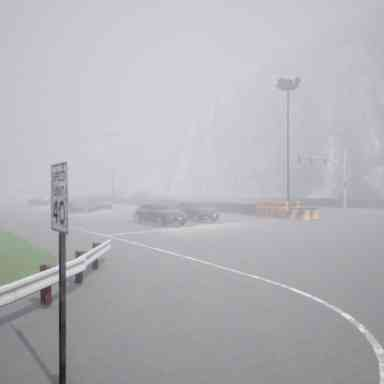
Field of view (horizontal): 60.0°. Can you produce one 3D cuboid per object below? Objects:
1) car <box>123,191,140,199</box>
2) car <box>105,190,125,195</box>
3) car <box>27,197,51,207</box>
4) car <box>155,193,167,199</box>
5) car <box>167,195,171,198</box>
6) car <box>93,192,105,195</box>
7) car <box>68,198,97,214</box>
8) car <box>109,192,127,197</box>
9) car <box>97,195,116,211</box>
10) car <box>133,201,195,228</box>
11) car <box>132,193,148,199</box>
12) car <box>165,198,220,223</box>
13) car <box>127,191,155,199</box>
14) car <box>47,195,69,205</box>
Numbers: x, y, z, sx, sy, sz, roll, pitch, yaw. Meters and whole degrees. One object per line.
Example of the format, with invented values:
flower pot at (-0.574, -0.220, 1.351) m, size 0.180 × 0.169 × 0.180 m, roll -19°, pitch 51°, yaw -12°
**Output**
car at (-14.058, 0.740, 77.407) m, size 2.097 × 1.767 × 4.553 m, roll 0°, pitch 1°, yaw -38°
car at (-16.843, 0.660, 75.288) m, size 2.150 × 2.045 × 5.566 m, roll 0°, pitch 1°, yaw -38°
car at (-22.184, 1.362, 47.874) m, size 1.895 × 1.301 × 4.718 m, roll 0°, pitch 1°, yaw -38°
car at (-7.898, 0.950, 69.524) m, size 2.097 × 1.767 × 4.553 m, roll 0°, pitch 1°, yaw -38°
car at (-6.701, 1.146, 73.693) m, size 1.895 × 1.301 × 4.718 m, roll 0°, pitch 1°, yaw -38°
car at (-20.870, 0.757, 74.765) m, size 2.097 × 1.767 × 4.553 m, roll 0°, pitch 1°, yaw -38°
car at (-11.976, 1.429, 34.792) m, size 1.812 × 1.442 × 4.674 m, roll 0°, pitch 0°, yaw -38°
car at (-14.527, 1.182, 66.803) m, size 1.895 × 1.301 × 4.718 m, roll 0°, pitch 1°, yaw -38°
car at (-11.275, 1.428, 39.575) m, size 2.033 × 1.411 × 5.357 m, roll 0°, pitch 0°, yaw -38°
car at (-2.235, 1.474, 22.459) m, size 1.837 × 1.490 × 4.892 m, roll 0°, pitch 0°, yaw -38°
car at (-12.687, 0.901, 81.340) m, size 1.812 × 1.442 × 4.674 m, roll 0°, pitch 1°, yaw -38°
car at (0.065, 1.465, 25.192) m, size 1.837 × 1.490 × 4.892 m, roll 0°, pitch 0°, yaw -38°
car at (-10.358, 0.830, 67.151) m, size 2.150 × 2.045 × 5.566 m, roll 0°, pitch 1°, yaw -38°
car at (-20.967, 1.201, 52.018) m, size 1.882 × 1.535 × 5.008 m, roll 0°, pitch 1°, yaw -38°
